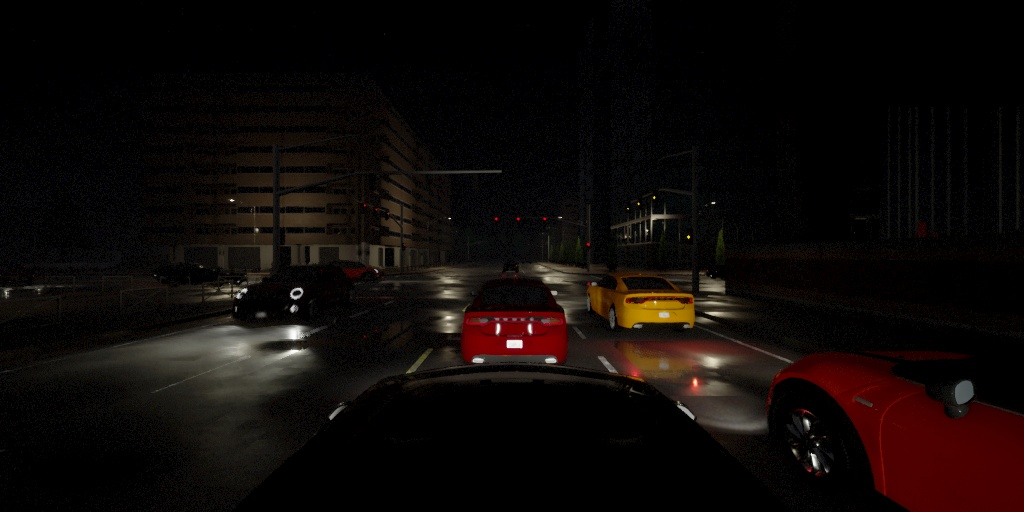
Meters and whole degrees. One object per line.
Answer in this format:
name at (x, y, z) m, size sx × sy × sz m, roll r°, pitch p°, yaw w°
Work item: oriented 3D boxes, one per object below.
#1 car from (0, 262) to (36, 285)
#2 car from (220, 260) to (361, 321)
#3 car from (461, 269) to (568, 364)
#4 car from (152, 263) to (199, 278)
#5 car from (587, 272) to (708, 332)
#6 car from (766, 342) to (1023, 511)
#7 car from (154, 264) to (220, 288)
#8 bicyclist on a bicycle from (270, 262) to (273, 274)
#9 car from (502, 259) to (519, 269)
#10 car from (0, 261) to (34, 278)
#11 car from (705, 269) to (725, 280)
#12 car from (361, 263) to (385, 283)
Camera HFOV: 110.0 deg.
car at (-35.383, 1.283, 24.179) m, size 5.008 × 1.535 × 1.882 m, roll 0°, pitch 0°, yaw 0°
car at (-7.269, 1.102, 12.488) m, size 2.097 × 1.767 × 4.553 m, roll 0°, pitch 0°, yaw -3°
car at (0.059, 1.228, 8.088) m, size 1.882 × 1.535 × 5.008 m, roll 0°, pitch 0°, yaw 0°
car at (-24.728, 1.296, 27.635) m, size 4.902 × 1.511 × 2.128 m, roll 0°, pitch 0°, yaw 0°
car at (3.578, 1.228, 10.863) m, size 1.882 × 1.535 × 5.008 m, roll 0°, pitch 0°, yaw 0°
car at (3.600, 1.102, 1.717) m, size 2.097 × 1.767 × 4.553 m, roll 0°, pitch 0°, yaw 0°
car at (-20.604, 1.406, 24.119) m, size 4.718 × 1.301 × 1.895 m, roll 0°, pitch 0°, yaw 0°
bicyclist on a bicycle at (-25.535, 1.106, 38.622) m, size 0.582 × 1.620 × 1.656 m, roll 0°, pitch 0°, yaw 0°
car at (-0.185, 1.274, 43.926) m, size 1.812 × 1.442 × 4.674 m, roll 0°, pitch 0°, yaw 1°
car at (-50.346, 1.297, 34.885) m, size 4.902 × 1.511 × 2.128 m, roll 0°, pitch 0°, yaw 1°
car at (19.523, 1.406, 31.167) m, size 4.718 × 1.301 × 1.895 m, roll 0°, pitch 0°, yaw 0°
car at (-12.341, 1.145, 27.920) m, size 4.553 × 1.767 × 2.097 m, roll 0°, pitch 0°, yaw -5°
